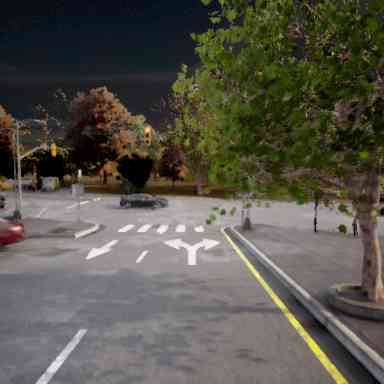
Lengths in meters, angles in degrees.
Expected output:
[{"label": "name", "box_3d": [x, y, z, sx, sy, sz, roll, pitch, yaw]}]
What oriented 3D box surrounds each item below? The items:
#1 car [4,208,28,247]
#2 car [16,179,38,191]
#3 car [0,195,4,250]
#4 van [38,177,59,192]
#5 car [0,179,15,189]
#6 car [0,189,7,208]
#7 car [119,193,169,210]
[{"label": "car", "box_3d": [-8.710, 1.530, 12.367, 4.674, 1.452, 2.002, -1, 0, -19]}, {"label": "car", "box_3d": [-23.261, -1.140, 48.172, 2.185, 1.767, 4.553, 0, 5, -13]}, {"label": "car", "box_3d": [-8.768, 1.238, 9.334, 5.566, 2.045, 2.435, -1, 0, -19]}, {"label": "van", "box_3d": [-20.291, -1.115, 47.775, 1.878, 1.987, 4.442, 1, 5, -14]}, {"label": "car", "box_3d": [-26.254, -1.156, 48.723, 1.946, 1.575, 5.366, 0, 5, -13]}, {"label": "car", "box_3d": [-17.795, 0.965, 29.147, 2.163, 1.488, 4.792, 0, 6, -15]}, {"label": "car", "box_3d": [-4.720, 0.886, 33.006, 4.892, 1.490, 1.837, 1, 5, 4]}]
